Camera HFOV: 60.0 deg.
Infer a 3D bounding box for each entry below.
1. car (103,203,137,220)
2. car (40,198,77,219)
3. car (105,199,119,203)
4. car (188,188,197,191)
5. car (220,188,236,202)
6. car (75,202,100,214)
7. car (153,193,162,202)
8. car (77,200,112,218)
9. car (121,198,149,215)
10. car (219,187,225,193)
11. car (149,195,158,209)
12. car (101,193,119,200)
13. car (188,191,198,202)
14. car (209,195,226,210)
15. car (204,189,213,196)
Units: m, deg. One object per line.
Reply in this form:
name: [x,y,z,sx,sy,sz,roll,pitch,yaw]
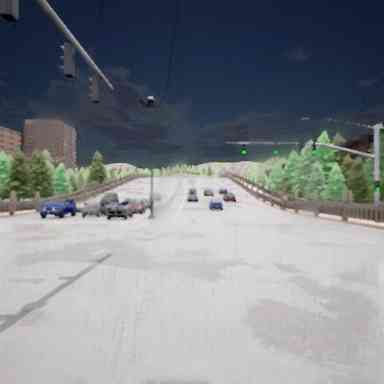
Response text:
car: [-7.093,2.030,33.168,1.895,1.301,4.718,0,-1,0]
car: [-14.093,1.682,35.467,2.150,2.045,5.566,0,-1,0]
car: [-10.584,2.059,45.414,1.994,1.385,4.181,0,1,-1]
car: [0.140,-0.238,75.619,2.033,1.411,5.357,0,7,0]
car: [7.175,0.857,63.740,2.097,1.767,4.553,0,5,0]
car: [-14.077,2.099,45.216,1.895,1.301,4.718,0,1,0]
car: [-6.944,0.966,64.162,2.128,1.511,4.902,0,5,1]
car: [-10.583,1.975,36.520,1.837,1.490,4.892,0,-1,0]
car: [-7.085,1.872,41.980,2.097,1.767,4.553,0,0,0]
car: [7.139,-0.301,75.574,1.882,1.535,5.008,0,7,0]
car: [-7.067,1.783,52.355,2.128,1.511,4.902,0,3,0]
car: [-14.024,1.271,56.850,2.150,2.045,5.566,0,4,1]
car: [0.174,1.099,63.495,1.994,1.385,4.181,0,5,0]
car: [3.614,1.824,50.978,1.882,1.535,5.008,0,2,0]
car: [3.632,-0.020,73.784,1.994,1.385,4.181,0,7,0]
